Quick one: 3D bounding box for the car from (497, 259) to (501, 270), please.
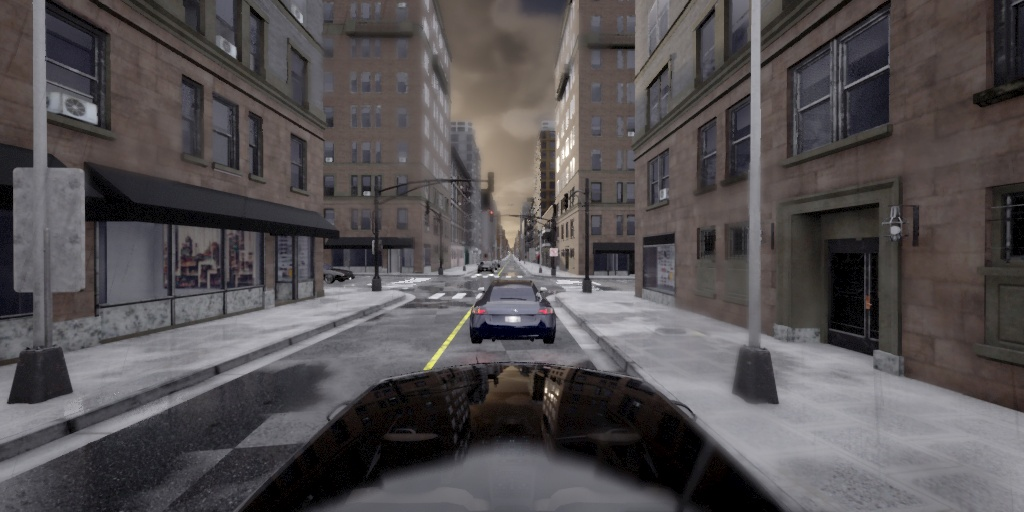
[{"bbox_3d":[-3.081,1.369,52.892,2.033,1.411,5.357,0,0,0],"label":"car"}]

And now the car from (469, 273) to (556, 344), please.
[{"bbox_3d":[0.013,1.315,9.627,1.994,1.385,4.181,0,0,0],"label":"car"}]

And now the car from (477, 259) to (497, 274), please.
[{"bbox_3d":[-3.083,1.307,43.070,1.837,1.490,4.892,0,0,0],"label":"car"}]

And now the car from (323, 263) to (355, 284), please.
[{"bbox_3d":[-13.867,1.137,24.900,5.357,1.411,2.033,1,0,1],"label":"car"}]
